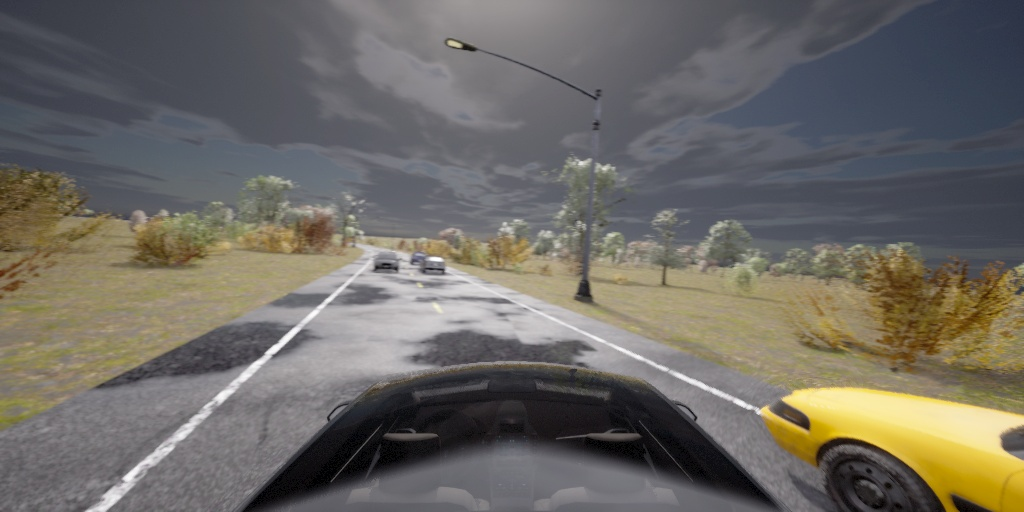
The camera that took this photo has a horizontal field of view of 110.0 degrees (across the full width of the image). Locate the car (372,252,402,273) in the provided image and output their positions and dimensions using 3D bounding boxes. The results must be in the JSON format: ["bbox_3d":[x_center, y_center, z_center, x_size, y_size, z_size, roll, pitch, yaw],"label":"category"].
[{"bbox_3d":[-9.647,0.419,27.659,1.837,1.490,4.892,4,0,-19],"label":"car"}]

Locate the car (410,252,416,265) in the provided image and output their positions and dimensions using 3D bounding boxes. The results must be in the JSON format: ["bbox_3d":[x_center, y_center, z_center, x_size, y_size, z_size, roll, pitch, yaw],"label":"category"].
[{"bbox_3d":[-10.837,0.265,41.756,1.812,1.442,4.674,4,1,-19],"label":"car"}]

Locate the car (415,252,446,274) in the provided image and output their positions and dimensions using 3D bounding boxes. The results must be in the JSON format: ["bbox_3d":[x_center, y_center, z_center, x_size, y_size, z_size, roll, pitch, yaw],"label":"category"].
[{"bbox_3d":[-6.688,0.664,30.069,2.033,1.411,5.357,4,0,-19],"label":"car"}]

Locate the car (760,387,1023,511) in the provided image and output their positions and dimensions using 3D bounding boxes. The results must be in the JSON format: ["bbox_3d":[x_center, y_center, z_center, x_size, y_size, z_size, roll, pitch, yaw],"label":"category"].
[{"bbox_3d":[4.121,1.505,1.556,1.801,1.575,5.366,4,0,-19],"label":"car"}]
